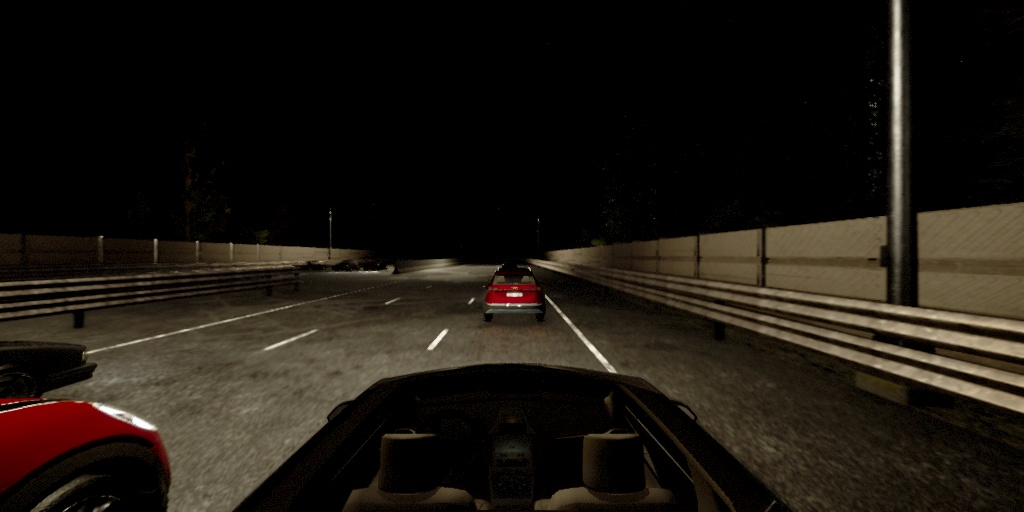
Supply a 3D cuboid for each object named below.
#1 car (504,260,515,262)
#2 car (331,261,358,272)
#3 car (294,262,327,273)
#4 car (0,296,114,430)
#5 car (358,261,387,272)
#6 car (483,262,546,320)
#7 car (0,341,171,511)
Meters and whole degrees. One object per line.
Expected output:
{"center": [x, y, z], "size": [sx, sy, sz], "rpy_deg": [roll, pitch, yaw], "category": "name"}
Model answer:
{"center": [-0.293, 1.267, 43.164], "size": [1.837, 1.490, 4.892], "rpy_deg": [0, 0, -1], "category": "car"}
{"center": [-21.522, 1.310, 46.893], "size": [2.033, 1.411, 5.357], "rpy_deg": [0, 0, -1], "category": "car"}
{"center": [-24.995, 1.362, 44.532], "size": [1.895, 1.301, 4.718], "rpy_deg": [0, 0, -1], "category": "car"}
{"center": [-6.900, 1.298, 2.622], "size": [2.033, 1.411, 5.357], "rpy_deg": [0, 0, 0], "category": "car"}
{"center": [-18.031, 1.327, 47.208], "size": [1.994, 1.385, 4.181], "rpy_deg": [0, 0, -1], "category": "car"}
{"center": [0.061, 1.183, 12.584], "size": [2.033, 1.649, 4.856], "rpy_deg": [0, 0, 0], "category": "car"}
{"center": [-3.405, 1.102, 0.556], "size": [2.097, 1.767, 4.553], "rpy_deg": [0, 0, 0], "category": "car"}
